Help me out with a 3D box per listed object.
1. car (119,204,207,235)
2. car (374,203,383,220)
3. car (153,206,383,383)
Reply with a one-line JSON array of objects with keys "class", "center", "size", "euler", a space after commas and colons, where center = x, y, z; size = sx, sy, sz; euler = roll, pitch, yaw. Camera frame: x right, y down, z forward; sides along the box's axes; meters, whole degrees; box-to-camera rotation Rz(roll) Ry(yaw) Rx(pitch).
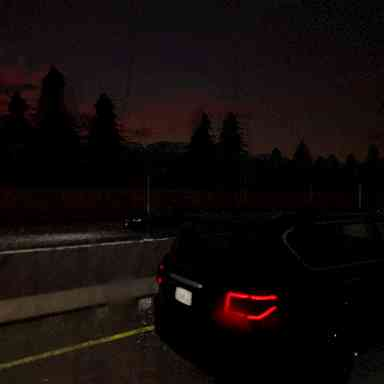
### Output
[{"class": "car", "center": [-1.668, 1.551, 19.985], "size": [4.902, 1.511, 2.128], "euler": [1, 0, -35]}, {"class": "car", "center": [18.524, 1.756, 30.032], "size": [4.674, 1.442, 1.812], "euler": [1, 0, -35]}, {"class": "car", "center": [2.089, 1.255, 5.236], "size": [5.566, 2.045, 2.150], "euler": [0, 0, -35]}]
